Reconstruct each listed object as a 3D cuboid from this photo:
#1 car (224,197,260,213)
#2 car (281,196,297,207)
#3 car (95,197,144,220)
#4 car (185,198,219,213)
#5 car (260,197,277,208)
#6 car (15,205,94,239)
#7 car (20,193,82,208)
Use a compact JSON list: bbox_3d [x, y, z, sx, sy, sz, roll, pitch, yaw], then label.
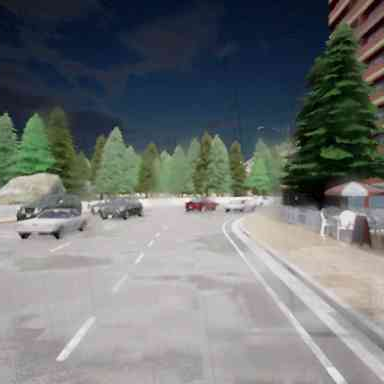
[{"bbox_3d":[5.189,1.466,35.327,1.895,1.301,4.718,0,0,32],"label":"car"},{"bbox_3d":[14.047,1.319,44.947,4.902,1.511,2.128,0,0,-37],"label":"car"},{"bbox_3d":[-5.615,1.249,27.055,2.097,1.767,4.553,0,0,13],"label":"car"},{"bbox_3d":[1.122,1.343,35.247,1.882,1.535,5.008,0,0,31],"label":"car"},{"bbox_3d":[9.739,1.350,45.911,4.674,1.442,1.812,0,0,-40],"label":"car"},{"bbox_3d":[-6.902,1.536,17.002,1.895,1.301,4.718,0,0,2],"label":"car"},{"bbox_3d":[-9.826,1.132,23.552,2.150,2.045,5.566,0,0,9],"label":"car"}]
